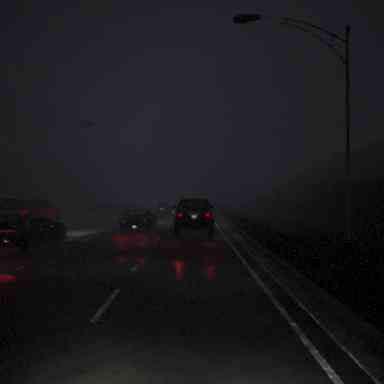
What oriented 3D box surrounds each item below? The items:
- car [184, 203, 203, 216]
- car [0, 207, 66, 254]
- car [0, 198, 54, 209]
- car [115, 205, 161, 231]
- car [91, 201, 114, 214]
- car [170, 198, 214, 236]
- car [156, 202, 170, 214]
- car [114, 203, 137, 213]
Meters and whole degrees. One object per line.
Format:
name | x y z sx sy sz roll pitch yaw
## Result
car | 0.157 1.883 36.830 1.895 1.301 4.718 0 0 0
car | -6.898 1.598 13.876 2.128 1.511 4.902 0 0 0
car | -10.377 1.385 21.346 2.150 2.045 5.566 0 0 0
car | -3.375 1.768 21.780 1.895 1.301 4.718 0 0 0
car | -10.354 1.778 39.249 1.882 1.535 5.008 0 -1 0
car | 0.114 1.372 19.541 2.150 2.045 5.566 0 0 0
car | -3.354 1.862 38.964 1.994 1.385 4.181 0 0 0
car | -6.843 1.883 36.841 1.895 1.301 4.718 0 0 0
